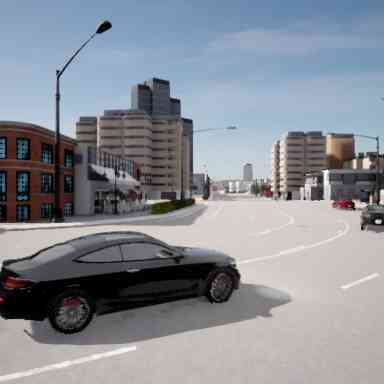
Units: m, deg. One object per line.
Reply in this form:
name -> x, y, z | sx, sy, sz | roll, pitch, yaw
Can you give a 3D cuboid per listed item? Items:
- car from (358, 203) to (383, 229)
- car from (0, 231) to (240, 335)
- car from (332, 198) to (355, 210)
car -> 11.583, 1.521, 20.932 | 1.812, 1.442, 4.674 | 0, 0, 26
car -> -1.210, 1.524, 6.625 | 4.674, 1.442, 1.812 | 0, 0, -30
car -> 19.482, 1.517, 42.804 | 1.812, 1.442, 4.674 | 0, 0, 7
